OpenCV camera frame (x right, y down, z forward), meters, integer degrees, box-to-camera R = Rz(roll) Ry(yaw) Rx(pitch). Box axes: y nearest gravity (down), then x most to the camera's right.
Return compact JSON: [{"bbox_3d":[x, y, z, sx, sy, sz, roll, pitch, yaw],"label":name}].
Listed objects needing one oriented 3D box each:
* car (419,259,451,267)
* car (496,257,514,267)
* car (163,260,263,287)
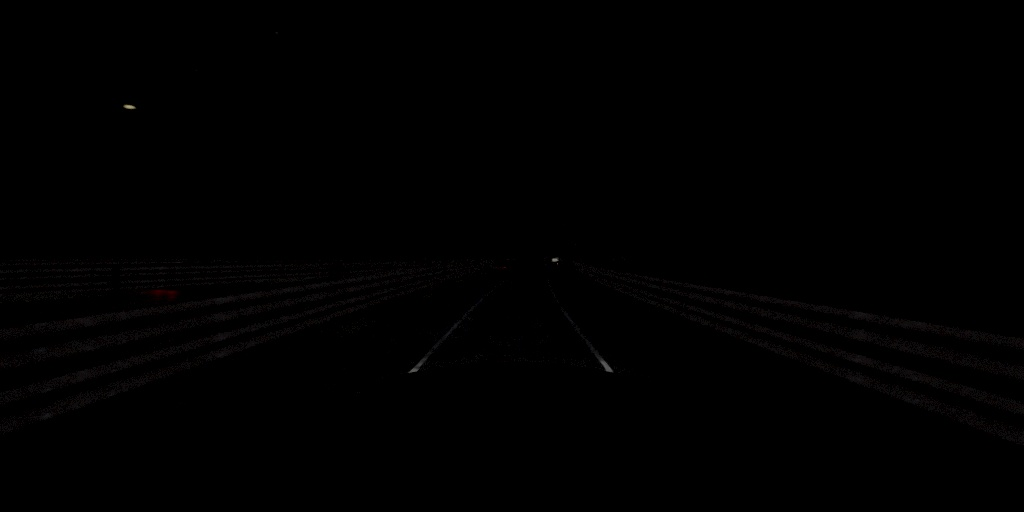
[{"bbox_3d":[-9.161,1.067,43.321,1.882,1.535,5.008,0,0,20],"label":"car"},{"bbox_3d":[-1.164,1.050,64.848,2.097,1.767,4.553,0,0,20],"label":"car"},{"bbox_3d":[-17.372,0.968,21.224,2.128,1.511,4.902,0,0,20],"label":"car"}]
